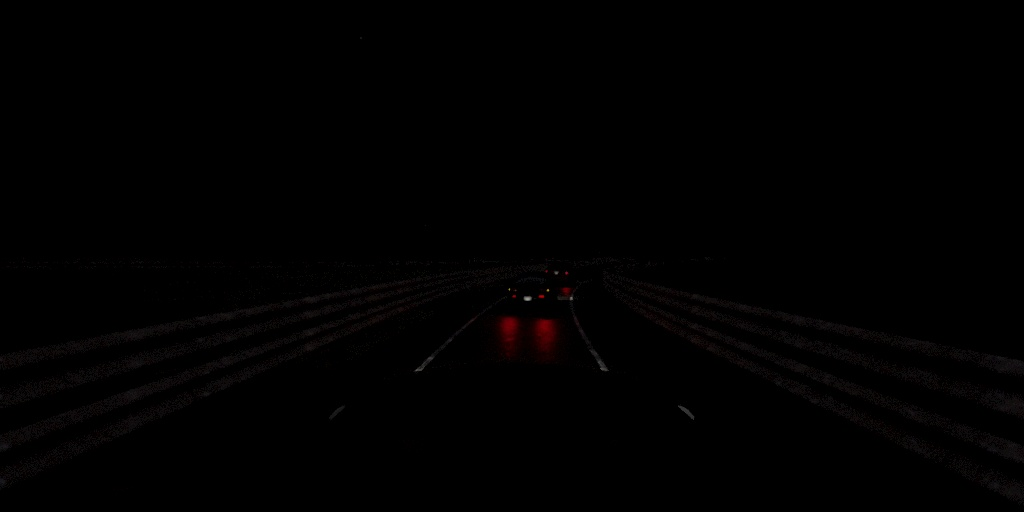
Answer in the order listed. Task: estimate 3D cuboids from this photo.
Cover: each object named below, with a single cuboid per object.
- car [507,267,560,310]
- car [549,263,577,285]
[{"bbox_3d":[0.951,1.400,15.424,1.812,1.442,4.674,0,0,9],"label":"car"},{"bbox_3d":[4.030,1.360,29.283,2.097,1.767,4.553,0,-1,18],"label":"car"}]
